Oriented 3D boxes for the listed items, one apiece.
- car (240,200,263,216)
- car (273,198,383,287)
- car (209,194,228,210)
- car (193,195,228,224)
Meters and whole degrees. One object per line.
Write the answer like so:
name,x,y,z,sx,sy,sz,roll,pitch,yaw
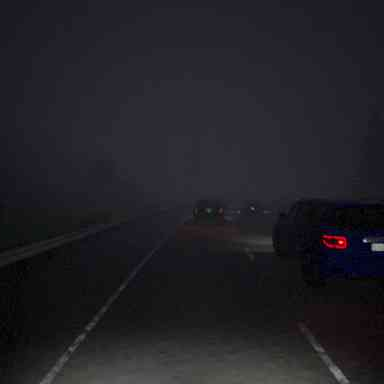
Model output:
car,5.534,1.424,31.077,1.994,1.385,4.181,0,0,7
car,3.831,1.181,9.321,2.150,2.045,5.566,0,0,2
car,3.305,1.165,40.732,2.097,1.767,4.553,0,0,8
car,1.263,1.242,23.684,2.097,1.767,4.553,0,0,5
